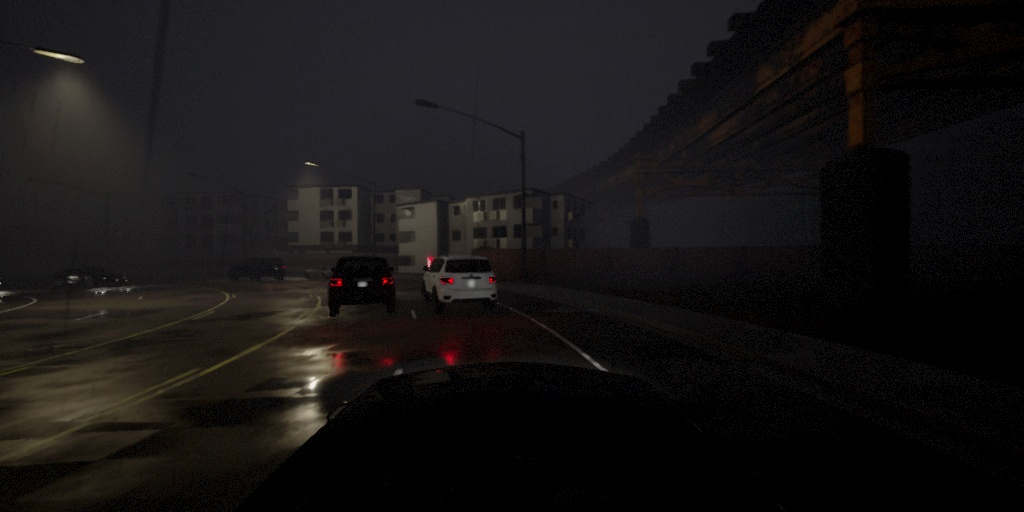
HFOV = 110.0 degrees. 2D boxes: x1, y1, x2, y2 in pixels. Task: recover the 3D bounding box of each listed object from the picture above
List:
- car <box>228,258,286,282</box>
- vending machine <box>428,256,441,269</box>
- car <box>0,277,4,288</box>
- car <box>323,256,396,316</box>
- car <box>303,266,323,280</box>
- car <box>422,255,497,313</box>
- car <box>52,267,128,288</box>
[{"bbox_3d":[-22.133,1.168,31.187,5.566,2.045,2.150,-1,0,26],"label":"car"},{"bbox_3d":[-6.840,0.991,31.864,0.880,2.100,1.100,0,0,44],"label":"vending machine"},{"bbox_3d":[-36.815,1.447,23.754,4.553,1.767,2.097,0,0,7],"label":"car"},{"bbox_3d":[-5.854,1.020,14.144,2.150,2.045,5.566,0,0,-22],"label":"car"},{"bbox_3d":[-16.737,1.494,32.168,4.718,1.301,1.895,-1,0,33],"label":"car"},{"bbox_3d":[-2.278,0.985,14.539,2.150,2.045,5.566,0,0,-20],"label":"car"},{"bbox_3d":[-31.210,1.544,26.547,4.892,1.490,1.837,-1,0,9],"label":"car"}]
